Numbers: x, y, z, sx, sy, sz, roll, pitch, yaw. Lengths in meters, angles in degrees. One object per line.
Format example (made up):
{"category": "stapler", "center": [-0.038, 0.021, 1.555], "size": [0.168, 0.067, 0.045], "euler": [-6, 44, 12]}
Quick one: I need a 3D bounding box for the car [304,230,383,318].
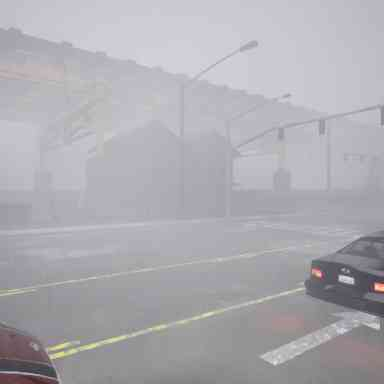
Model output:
{"category": "car", "center": [4.692, 1.547, 7.133], "size": [5.357, 1.411, 2.033], "euler": [0, 0, -35]}

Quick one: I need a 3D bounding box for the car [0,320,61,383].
{"category": "car", "center": [-2.989, 1.352, 1.615], "size": [4.553, 1.767, 2.097], "euler": [0, 0, -36]}
